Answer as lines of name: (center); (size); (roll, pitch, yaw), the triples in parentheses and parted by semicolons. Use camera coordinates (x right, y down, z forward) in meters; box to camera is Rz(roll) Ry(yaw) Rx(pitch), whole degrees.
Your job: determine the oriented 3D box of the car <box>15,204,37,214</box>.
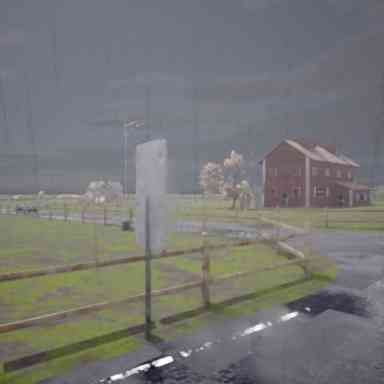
car: (-23.626, 2.358, 47.531); (2.033, 1.411, 5.357); (0, -1, -44)
